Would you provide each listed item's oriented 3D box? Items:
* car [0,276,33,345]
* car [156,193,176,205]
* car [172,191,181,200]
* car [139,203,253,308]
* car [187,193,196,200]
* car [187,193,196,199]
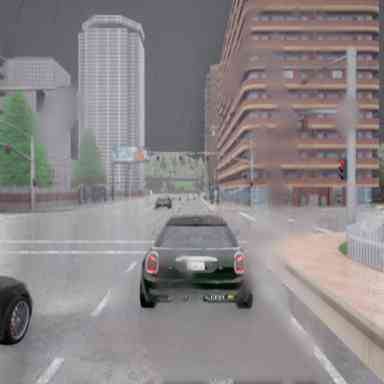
[{"bbox_3d":[-3.433,1.509,3.356,1.812,1.442,4.674,0,0,0],"label":"car"},{"bbox_3d":[-3.492,1.291,41.959,2.128,1.511,4.902,0,0,0],"label":"car"},{"bbox_3d":[-3.668,0.856,76.123,2.150,2.045,5.566,0,0,0],"label":"car"},{"bbox_3d":[0.096,1.313,7.976,2.097,1.767,4.553,0,0,1],"label":"car"},{"bbox_3d":[-0.168,1.155,76.384,1.812,1.442,4.674,0,0,0],"label":"car"},{"bbox_3d":[-0.188,1.100,85.383,2.128,1.511,4.902,0,0,0],"label":"car"}]
